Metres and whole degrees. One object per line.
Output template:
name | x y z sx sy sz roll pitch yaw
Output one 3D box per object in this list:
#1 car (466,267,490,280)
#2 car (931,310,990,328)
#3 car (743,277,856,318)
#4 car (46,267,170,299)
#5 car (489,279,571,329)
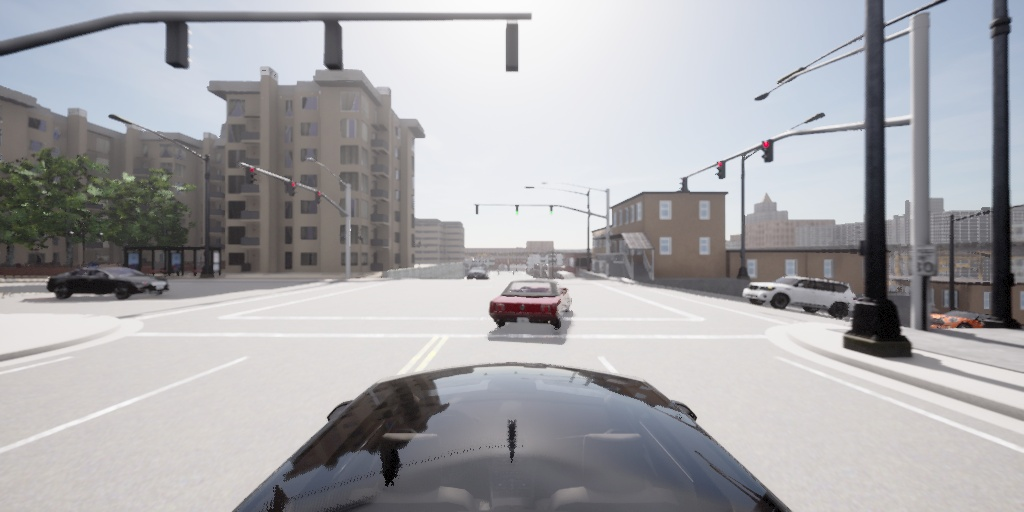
car | -3.600 1.887 37.708 1.812 1.442 4.674 0 -5 0
car | 26.576 4.017 20.931 4.553 1.767 2.097 13 0 0
car | 16.758 2.223 20.960 5.566 2.045 2.150 9 0 1
car | -19.816 1.291 17.735 4.902 1.511 2.128 0 0 1
car | 0.804 1.385 11.512 1.895 1.301 4.718 0 0 13
